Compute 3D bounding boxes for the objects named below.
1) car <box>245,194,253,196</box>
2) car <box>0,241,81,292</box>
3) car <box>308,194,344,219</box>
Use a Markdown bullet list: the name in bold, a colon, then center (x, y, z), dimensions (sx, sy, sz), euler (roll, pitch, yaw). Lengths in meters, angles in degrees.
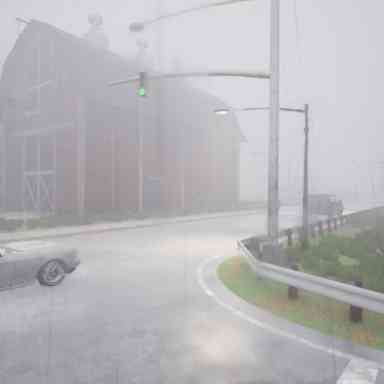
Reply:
- **car**: center (15.071, 1.134, 87.625), dimensions (1.784, 1.438, 3.905), euler (1, 0, 36)
- **car**: center (-4.789, 1.542, 6.912), dimensions (1.895, 1.301, 4.718), euler (1, 0, 37)
- **car**: center (11.413, 1.203, 28.650), dimensions (2.150, 2.045, 5.566), euler (1, 0, 37)
